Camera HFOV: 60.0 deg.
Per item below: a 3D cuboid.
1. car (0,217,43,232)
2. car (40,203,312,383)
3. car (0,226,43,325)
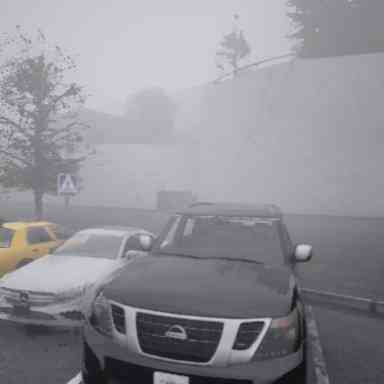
[{"bbox_3d":[-4.272,1.444,9.056,1.946,1.575,5.366,0,-1,16],"label":"car"},{"bbox_3d":[0.577,1.231,5.359,2.435,2.045,5.566,1,0,16],"label":"car"},{"bbox_3d":[-1.867,1.504,7.135,2.002,1.452,4.674,1,0,15],"label":"car"}]
